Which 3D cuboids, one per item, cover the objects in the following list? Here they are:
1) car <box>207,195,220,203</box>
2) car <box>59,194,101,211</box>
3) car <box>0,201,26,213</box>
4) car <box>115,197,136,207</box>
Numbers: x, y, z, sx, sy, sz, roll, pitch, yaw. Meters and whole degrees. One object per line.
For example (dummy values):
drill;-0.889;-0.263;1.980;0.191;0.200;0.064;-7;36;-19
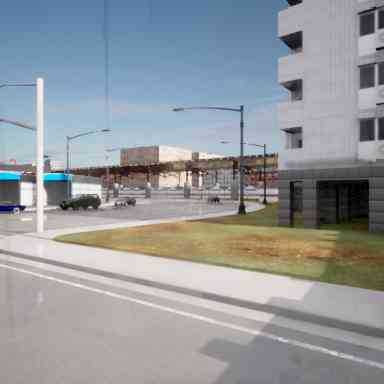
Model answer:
car;4.434;1.502;69.669;1.837;1.490;4.892;0;0;-12
car;-14.042;1.221;42.216;2.150;2.045;5.566;0;0;29
car;-19.678;1.601;33.896;1.895;1.301;4.718;0;0;37
car;-10.277;1.491;51.629;2.128;1.511;4.902;0;0;14
